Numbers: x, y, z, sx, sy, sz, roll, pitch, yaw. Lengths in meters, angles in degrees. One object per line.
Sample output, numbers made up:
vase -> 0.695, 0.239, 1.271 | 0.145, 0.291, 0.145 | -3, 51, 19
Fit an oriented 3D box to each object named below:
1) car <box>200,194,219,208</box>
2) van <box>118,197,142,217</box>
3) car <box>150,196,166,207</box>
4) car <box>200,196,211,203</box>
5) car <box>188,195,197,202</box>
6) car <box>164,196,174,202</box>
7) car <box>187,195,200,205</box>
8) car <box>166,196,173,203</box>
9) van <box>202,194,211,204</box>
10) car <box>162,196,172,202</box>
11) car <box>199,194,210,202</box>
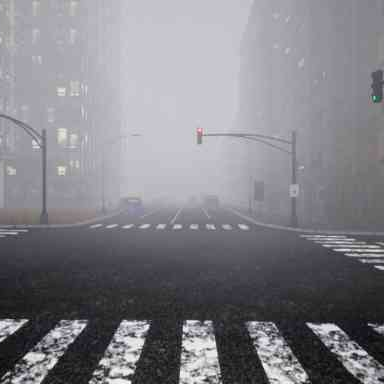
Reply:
car -> 2.739, 1.330, 47.291 | 2.192, 1.841, 5.009 | 0, 0, 0
van -> -5.658, 1.347, 30.646 | 1.690, 1.788, 3.998 | 0, 0, 0
car -> -5.635, 1.543, 52.679 | 1.752, 1.417, 4.829 | 0, 0, 0
car -> 2.763, 1.580, 69.494 | 2.008, 1.369, 4.403 | 0, 0, 0
car -> 0.076, 1.380, 70.141 | 1.837, 1.490, 4.892 | 0, 0, 0
car -> -5.606, 1.590, 80.604 | 2.008, 1.369, 4.403 | 0, 0, 0
car -> 0.067, 1.623, 60.165 | 1.895, 1.301, 4.718 | 0, 0, 0
car -> -5.618, 1.469, 69.502 | 1.967, 1.590, 4.097 | 0, 0, 0
van -> 2.756, 1.366, 63.944 | 1.690, 1.788, 3.998 | 0, 0, 0
car -> -5.613, 1.559, 74.883 | 1.752, 1.417, 4.829 | 0, 0, 0
car -> 2.768, 1.349, 75.045 | 2.192, 1.841, 5.009 | 0, 0, 0
